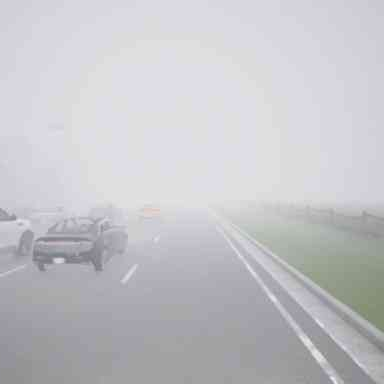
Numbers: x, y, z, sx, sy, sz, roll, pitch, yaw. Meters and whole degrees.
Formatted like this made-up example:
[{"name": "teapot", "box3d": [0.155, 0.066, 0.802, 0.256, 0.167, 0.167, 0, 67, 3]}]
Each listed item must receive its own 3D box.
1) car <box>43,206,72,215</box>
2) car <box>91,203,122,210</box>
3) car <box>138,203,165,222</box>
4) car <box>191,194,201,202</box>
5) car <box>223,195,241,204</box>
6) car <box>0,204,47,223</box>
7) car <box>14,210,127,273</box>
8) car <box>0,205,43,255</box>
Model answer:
[{"name": "car", "box3d": [-10.403, 1.749, 25.451, 1.895, 1.301, 4.718, 0, 0, 0]}, {"name": "car", "box3d": [-6.904, 1.649, 26.981, 2.128, 1.511, 4.902, 0, 0, 0]}, {"name": "car", "box3d": [-3.404, 1.644, 28.570, 1.882, 1.535, 5.008, 0, 0, 0]}, {"name": "car", "box3d": [1.213, 2.027, 89.750, 1.837, 1.490, 4.892, 0, 0, 0]}, {"name": "car", "box3d": [8.912, 1.642, 73.757, 3.866, 1.878, 1.905, 0, 0, 0]}, {"name": "car", "box3d": [-13.904, 1.724, 27.519, 1.994, 1.385, 4.181, 0, 0, 0]}, {"name": "car", "box3d": [-3.402, 1.556, 10.927, 2.128, 1.511, 4.902, 0, 0, 0]}, {"name": "car", "box3d": [-6.901, 1.280, 10.035, 2.150, 2.045, 5.566, 0, 0, 0]}]
